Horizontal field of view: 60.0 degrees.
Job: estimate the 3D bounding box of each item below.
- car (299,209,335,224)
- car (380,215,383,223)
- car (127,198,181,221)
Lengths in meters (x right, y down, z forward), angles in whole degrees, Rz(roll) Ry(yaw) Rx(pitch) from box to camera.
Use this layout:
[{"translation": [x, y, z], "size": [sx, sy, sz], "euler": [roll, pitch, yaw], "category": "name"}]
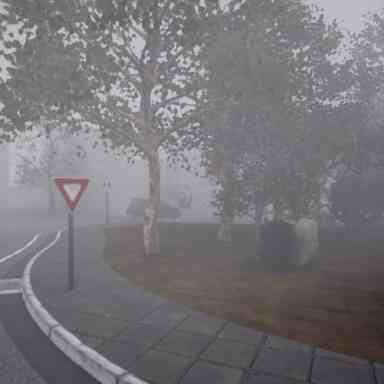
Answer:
[{"translation": [17.032, 3.293, 44.563], "size": [5.566, 2.045, 2.150], "euler": [4, -3, -37], "category": "car"}, {"translation": [30.951, 4.409, 55.127], "size": [4.718, 1.301, 1.895], "euler": [3, -2, -37], "category": "car"}, {"translation": [-3.636, 1.685, 32.348], "size": [5.566, 2.045, 2.150], "euler": [5, -4, -43], "category": "car"}]
